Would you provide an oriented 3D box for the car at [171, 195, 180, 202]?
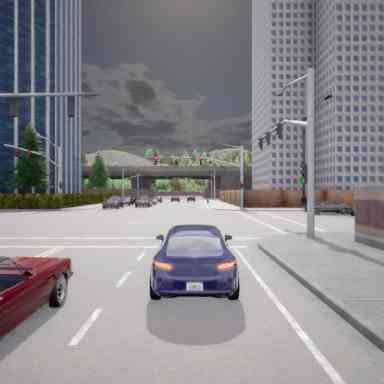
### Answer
[{"bbox_3d":[-3.684,1.501,74.519,1.812,1.442,4.674,0,0,0],"label":"car"}]

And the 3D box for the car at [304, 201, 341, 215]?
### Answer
[{"bbox_3d":[13.548,1.564,33.472,4.181,1.385,1.994,0,0,0],"label":"car"}]

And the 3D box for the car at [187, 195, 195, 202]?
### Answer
[{"bbox_3d":[-0.184,1.477,74.528,1.837,1.490,4.892,0,0,0],"label":"car"}]

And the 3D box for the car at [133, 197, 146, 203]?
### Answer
[{"bbox_3d":[-10.676,1.601,67.468,1.895,1.301,4.718,0,0,0],"label":"car"}]

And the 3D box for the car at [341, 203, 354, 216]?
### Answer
[{"bbox_3d":[16.215,1.564,29.966,4.181,1.385,1.994,0,0,0],"label":"car"}]

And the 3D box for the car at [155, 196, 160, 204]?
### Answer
[{"bbox_3d":[-7.222,1.601,58.819,1.895,1.301,4.718,0,0,0],"label":"car"}]

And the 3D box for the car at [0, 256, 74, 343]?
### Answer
[{"bbox_3d":[-3.452,1.601,4.982,1.895,1.301,4.718,0,0,0],"label":"car"}]

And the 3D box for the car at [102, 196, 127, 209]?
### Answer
[{"bbox_3d":[-10.710,1.352,45.347,2.097,1.767,4.553,0,0,0],"label":"car"}]

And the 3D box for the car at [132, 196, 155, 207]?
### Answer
[{"bbox_3d":[-7.217,1.352,49.837,2.097,1.767,4.553,0,0,0],"label":"car"}]

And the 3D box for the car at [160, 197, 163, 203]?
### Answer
[{"bbox_3d":[-7.169,1.564,68.866,1.994,1.385,4.181,0,0,0],"label":"car"}]

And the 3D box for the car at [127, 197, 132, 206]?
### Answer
[{"bbox_3d":[-10.723,1.491,54.307,2.128,1.511,4.902,0,0,0],"label":"car"}]

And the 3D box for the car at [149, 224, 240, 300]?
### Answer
[{"bbox_3d":[0.058,1.526,8.252,1.812,1.442,4.674,0,0,0],"label":"car"}]
